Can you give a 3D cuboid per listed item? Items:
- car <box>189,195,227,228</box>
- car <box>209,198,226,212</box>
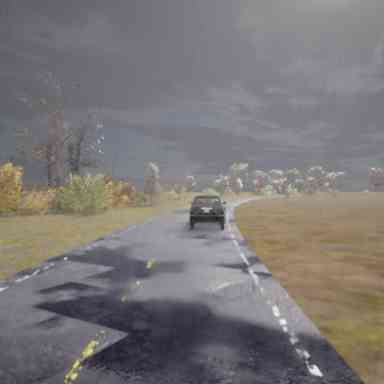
[{"bbox_3d":[1.067,1.208,22.104,2.150,2.045,5.566,0,0,4],"label":"car"},{"bbox_3d":[3.126,1.494,40.248,1.812,1.442,4.674,0,0,8],"label":"car"}]
